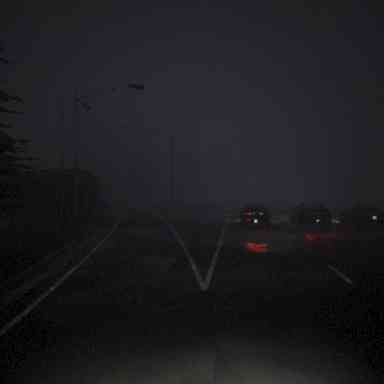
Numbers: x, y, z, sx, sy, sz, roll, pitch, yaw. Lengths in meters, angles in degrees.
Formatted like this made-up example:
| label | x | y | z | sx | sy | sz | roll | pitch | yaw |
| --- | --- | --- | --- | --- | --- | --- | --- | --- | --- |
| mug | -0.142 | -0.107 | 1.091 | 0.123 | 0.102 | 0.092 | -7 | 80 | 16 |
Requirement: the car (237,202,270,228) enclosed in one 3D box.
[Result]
| label | x | y | z | sx | sy | sz | roll | pitch | yaw |
| --- | --- | --- | --- | --- | --- | --- | --- | --- | --- |
| car | 4.092 | 1.455 | 22.044 | 1.837 | 1.490 | 4.892 | 0 | 0 | 8 |

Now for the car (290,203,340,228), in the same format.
| label | x | y | z | sx | sy | sz | roll | pitch | yaw |
| --- | --- | --- | --- | --- | --- | --- | --- | --- | --- |
| car | 7.546 | 1.431 | 21.462 | 2.128 | 1.511 | 4.902 | 0 | 0 | 8 |

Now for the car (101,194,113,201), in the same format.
| label | x | y | z | sx | sy | sz | roll | pitch | yaw |
| --- | --- | --- | --- | --- | --- | --- | --- | --- | --- |
| car | -20.254 | 1.287 | 78.766 | 2.097 | 1.767 | 4.553 | 0 | 0 | -26 |

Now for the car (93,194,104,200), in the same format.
| label | x | y | z | sx | sy | sz | roll | pitch | yaw |
| --- | --- | --- | --- | --- | --- | --- | --- | --- | --- |
| car | -24.673 | 1.297 | 87.909 | 1.812 | 1.442 | 4.674 | 0 | 0 | -28 |

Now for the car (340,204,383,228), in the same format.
| label | x | y | z | sx | sy | sz | roll | pitch | yaw |
| --- | --- | --- | --- | --- | --- | --- | --- | --- | --- |
| car | 11.118 | 1.491 | 21.751 | 1.994 | 1.385 | 4.181 | 0 | 0 | 8 |
